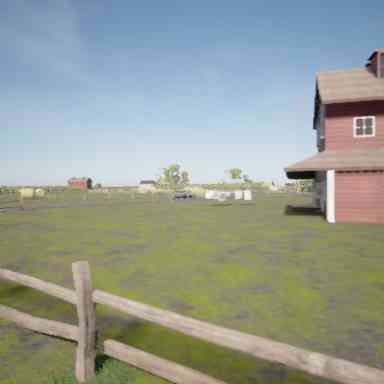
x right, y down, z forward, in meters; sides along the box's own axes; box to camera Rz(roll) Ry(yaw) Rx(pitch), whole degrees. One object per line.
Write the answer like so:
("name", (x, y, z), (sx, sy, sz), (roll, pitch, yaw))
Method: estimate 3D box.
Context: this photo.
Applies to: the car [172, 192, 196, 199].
("car", (-1.558, 0.719, 60.290), (1.895, 1.301, 4.718), (0, 1, 44))
